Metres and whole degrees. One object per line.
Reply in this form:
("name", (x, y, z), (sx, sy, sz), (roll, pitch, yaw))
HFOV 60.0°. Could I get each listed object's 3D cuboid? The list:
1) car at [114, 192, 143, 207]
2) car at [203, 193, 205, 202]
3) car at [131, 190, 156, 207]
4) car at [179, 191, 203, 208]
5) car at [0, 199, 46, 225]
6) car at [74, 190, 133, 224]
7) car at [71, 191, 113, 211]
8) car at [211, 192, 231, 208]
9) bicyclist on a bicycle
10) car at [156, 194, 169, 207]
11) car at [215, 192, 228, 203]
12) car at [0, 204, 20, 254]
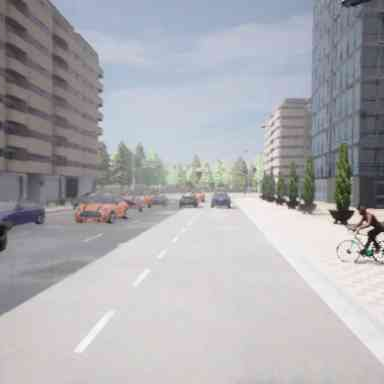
("car", (-7.262, 0.764, 38.407), (1.882, 1.535, 5.008), (1, 1, 6))
("car", (0.861, 0.577, 49.564), (2.097, 1.767, 4.553), (1, 1, 6))
("car", (-4.732, 0.567, 27.528), (2.097, 1.767, 4.553), (1, 1, 5))
("car", (-0.273, 0.898, 37.124), (2.128, 1.511, 4.902), (1, 1, 5))
("car", (-9.309, 1.121, 17.117), (1.812, 1.442, 4.674), (1, 2, 5))
("car", (-5.466, 0.945, 20.645), (2.097, 1.767, 4.553), (1, 1, 5))
("car", (-8.222, 0.682, 27.821), (1.812, 1.442, 4.674), (1, 1, 5))
("car", (3.231, 0.812, 36.912), (2.097, 1.767, 4.553), (1, 1, 6))
("bicyclist on a bicycle", (4.885, 1.222, 9.285), (1.656, 1.620, 0.582), (1, 1, 5))
("car", (-3.814, 0.910, 37.759), (1.994, 1.385, 4.181), (1, 1, 6))
("car", (4.372, 0.782, 49.541), (1.837, 1.490, 4.892), (1, 1, 6))
("car", (-6.594, 1.256, 7.959), (1.882, 1.535, 5.008), (1, 1, 4))
